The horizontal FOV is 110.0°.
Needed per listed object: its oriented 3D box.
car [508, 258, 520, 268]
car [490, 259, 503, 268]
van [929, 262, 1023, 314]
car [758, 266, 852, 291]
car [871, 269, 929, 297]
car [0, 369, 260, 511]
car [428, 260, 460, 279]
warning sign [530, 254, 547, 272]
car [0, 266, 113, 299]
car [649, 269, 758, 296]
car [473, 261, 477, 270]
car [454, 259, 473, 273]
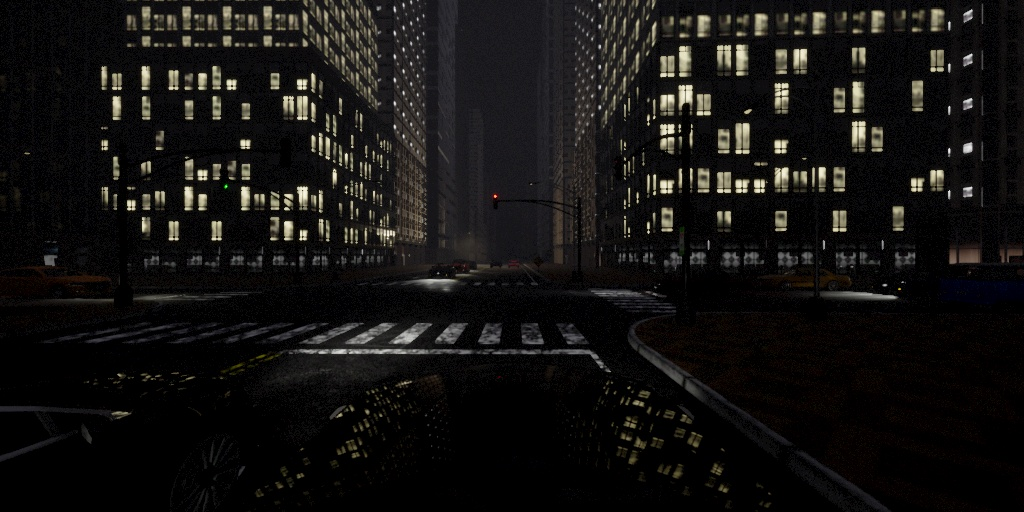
[{"bbox_3d":[0.306,1.467,64.434,1.895,1.301,4.718,0,0,0],"label":"car"},{"bbox_3d":[-2.847,1.369,63.817,1.837,1.490,4.892,0,0,0],"label":"car"},{"bbox_3d":[18.412,1.120,13.141,3.998,1.789,1.690,0,0,2],"label":"van"},{"bbox_3d":[17.181,1.294,21.319,4.829,1.417,1.751,0,0,2],"label":"car"},{"bbox_3d":[21.373,1.339,18.544,4.181,1.385,1.994,0,0,3],"label":"car"},{"bbox_3d":[-3.155,1.241,1.188,2.128,1.511,4.902,0,0,0],"label":"car"},{"bbox_3d":[-6.446,1.345,33.388,1.994,1.385,4.181,0,0,0],"label":"car"},{"bbox_3d":[3.042,0.912,41.376,1.300,1.860,1.060,0,0,0],"label":"warning sign"},{"bbox_3d":[-22.310,1.237,17.221,5.008,1.535,1.882,0,0,0],"label":"car"},{"bbox_3d":[9.946,1.368,19.141,4.718,1.301,1.895,0,0,5],"label":"car"},{"bbox_3d":[-6.342,1.378,53.881,2.033,1.411,5.357,0,0,0],"label":"car"},{"bbox_3d":[-6.397,1.154,43.385,2.097,1.767,4.553,0,0,0],"label":"car"}]
